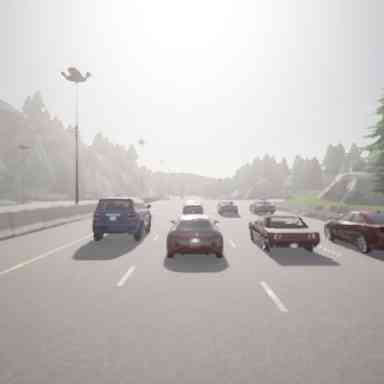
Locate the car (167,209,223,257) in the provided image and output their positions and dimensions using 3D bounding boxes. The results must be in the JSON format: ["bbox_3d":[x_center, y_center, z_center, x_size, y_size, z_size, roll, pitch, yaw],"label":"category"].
[{"bbox_3d":[0.102,1.563,12.892,1.994,1.385,4.181,0,0,0],"label":"car"}]

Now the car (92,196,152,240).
[{"bbox_3d":[-3.397,1.222,16.974,2.150,2.045,5.566,0,0,0],"label":"car"}]

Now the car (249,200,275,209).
[{"bbox_3d":[7.089,1.543,33.941,2.033,1.411,5.357,0,0,0],"label":"car"}]

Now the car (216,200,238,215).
[{"bbox_3d":[3.587,1.543,34.241,2.033,1.411,5.357,0,0,0],"label":"car"}]

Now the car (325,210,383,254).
[{"bbox_3d":[7.103,1.476,13.489,1.882,1.535,5.008,0,0,0],"label":"car"}]

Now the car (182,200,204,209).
[{"bbox_3d":[0.094,1.488,31.202,2.128,1.511,4.902,0,0,0],"label":"car"}]

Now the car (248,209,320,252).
[{"bbox_3d":[3.602,1.600,13.957,1.895,1.301,4.718,0,0,0],"label":"car"}]
